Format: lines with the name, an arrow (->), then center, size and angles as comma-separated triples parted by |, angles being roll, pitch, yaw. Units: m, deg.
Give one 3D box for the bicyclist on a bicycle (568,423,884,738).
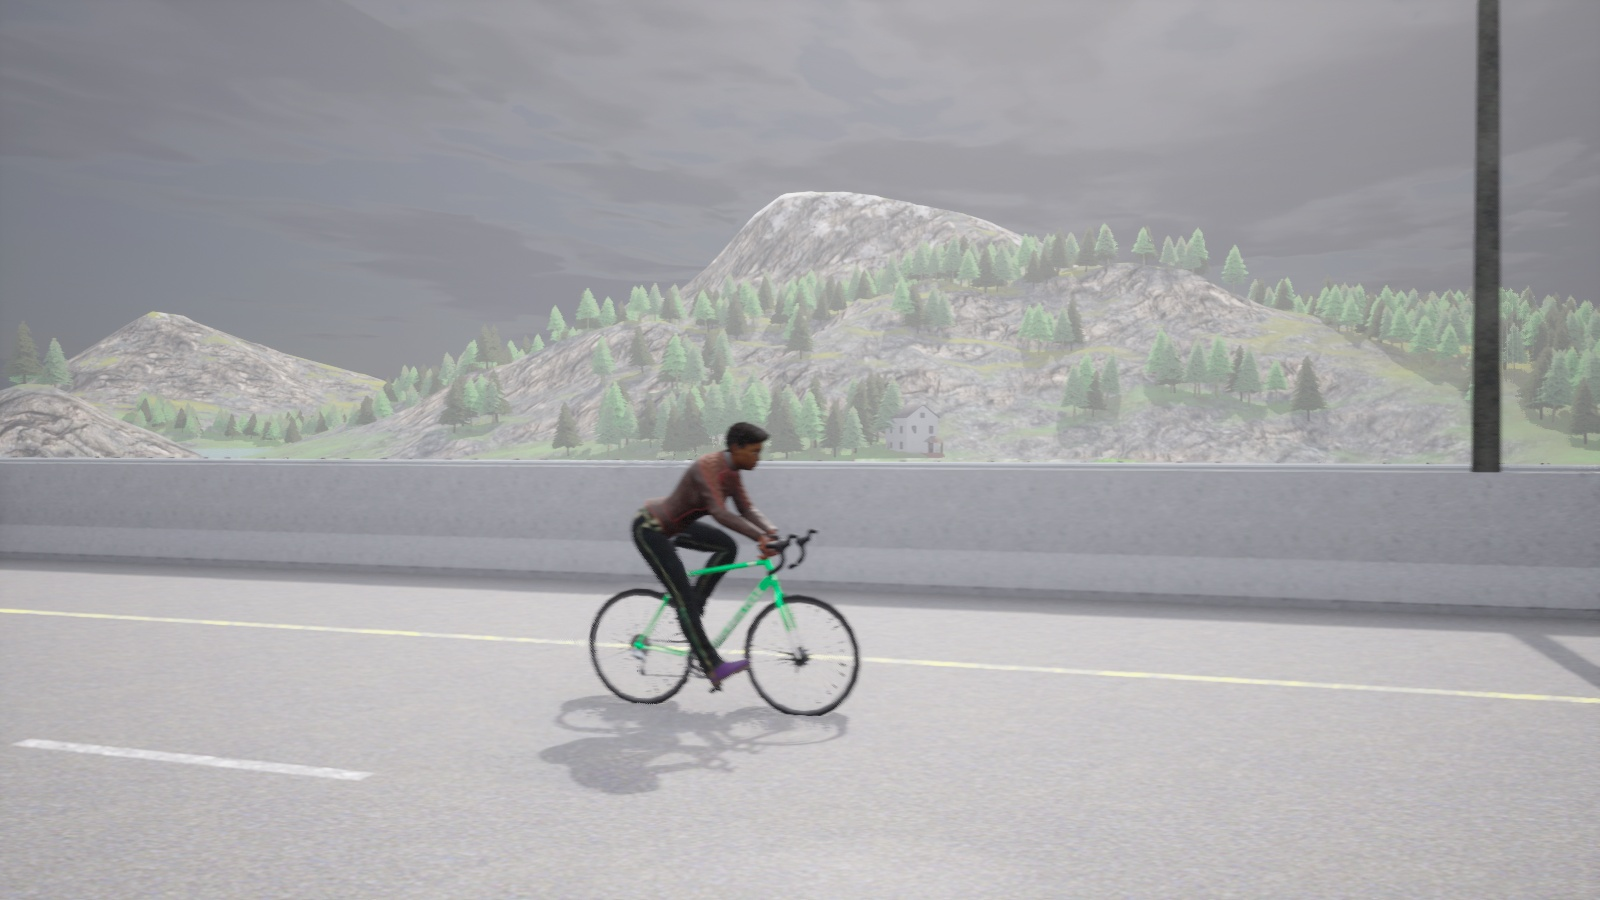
bicyclist on a bicycle -> -0.415, 0.665, 7.023 | 1.656, 1.620, 0.582 | 1, 1, 19
